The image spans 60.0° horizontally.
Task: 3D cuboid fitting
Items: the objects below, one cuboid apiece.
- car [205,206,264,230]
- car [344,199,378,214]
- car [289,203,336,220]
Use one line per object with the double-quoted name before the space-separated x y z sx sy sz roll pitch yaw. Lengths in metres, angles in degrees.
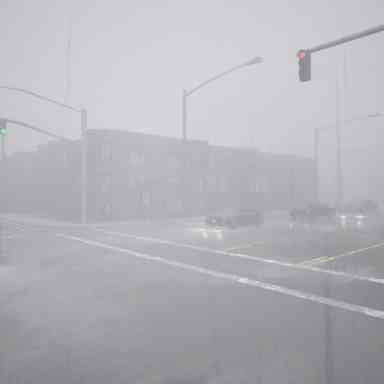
"car" 2.813 1.577 21.554 4.181 1.385 1.994 0 0 -42
"car" 17.808 1.474 34.993 5.008 1.535 1.882 0 0 -42
"car" 10.254 1.606 28.235 4.718 1.301 1.895 0 0 -42
